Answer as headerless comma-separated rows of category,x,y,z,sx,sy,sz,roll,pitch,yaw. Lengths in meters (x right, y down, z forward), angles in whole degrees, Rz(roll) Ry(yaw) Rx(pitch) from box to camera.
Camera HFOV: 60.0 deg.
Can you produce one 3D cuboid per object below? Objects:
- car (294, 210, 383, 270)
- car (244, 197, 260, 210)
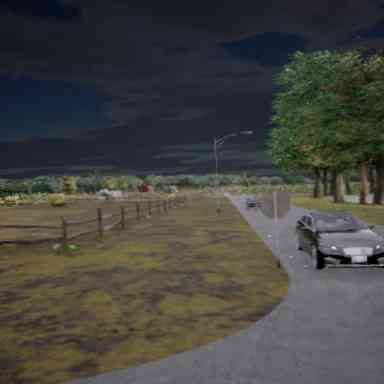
car,4.545,1.386,10.801,2.128,1.511,4.902,-3,0,8
car,6.820,1.210,36.368,1.895,1.301,4.718,-3,0,5
